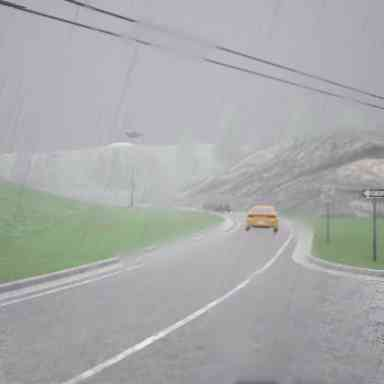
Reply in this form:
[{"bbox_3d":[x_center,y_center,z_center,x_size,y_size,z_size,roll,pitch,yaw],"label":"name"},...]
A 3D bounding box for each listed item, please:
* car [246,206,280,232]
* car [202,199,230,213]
[{"bbox_3d":[4.708,1.647,21.859,1.882,1.535,5.008,1,0,15],"label":"car"},{"bbox_3d":[2.988,1.629,41.835,2.097,1.767,4.553,0,0,-22],"label":"car"}]
